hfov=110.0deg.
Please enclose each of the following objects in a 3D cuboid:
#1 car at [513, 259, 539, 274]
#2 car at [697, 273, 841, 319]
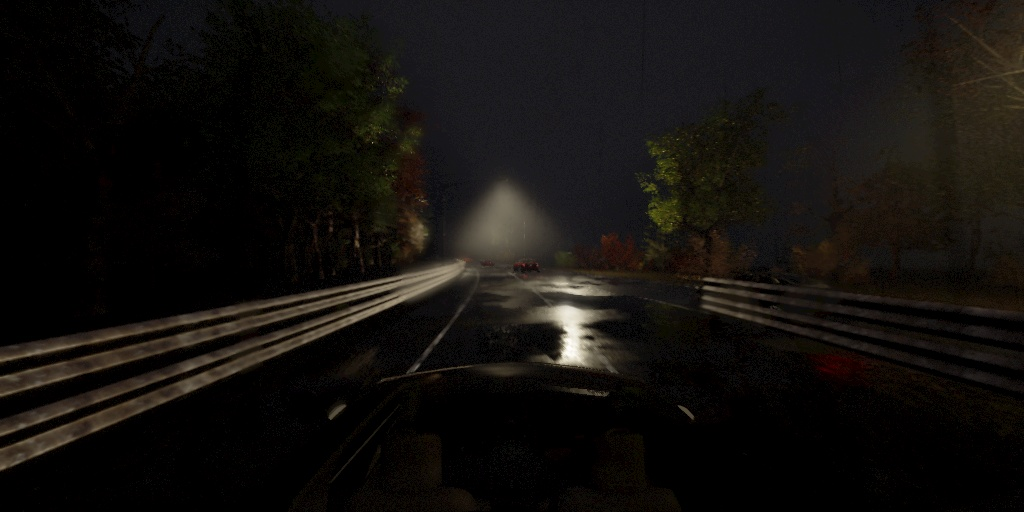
[{"bbox_3d":[1.587,1.077,42.020,2.097,1.767,4.553,0,0,-14],"label":"car"},{"bbox_3d":[9.004,1.344,13.046,1.837,1.490,4.892,0,0,-14],"label":"car"}]
